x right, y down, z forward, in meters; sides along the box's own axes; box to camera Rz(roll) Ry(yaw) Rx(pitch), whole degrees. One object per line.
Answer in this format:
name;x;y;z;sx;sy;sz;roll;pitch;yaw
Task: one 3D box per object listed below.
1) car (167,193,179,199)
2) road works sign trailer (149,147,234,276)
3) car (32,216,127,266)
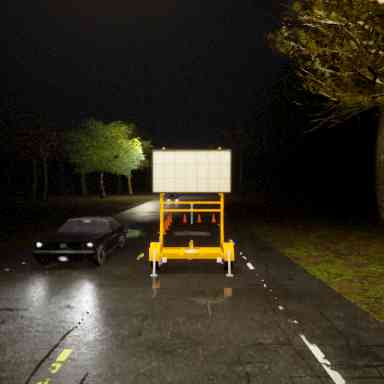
car;-3.542;0.505;61.626;1.837;1.490;4.892;0;2;0
road works sign trailer;-0.006;0.433;10.176;2.380;3.560;2.880;0;0;0
car;-3.608;1.561;11.547;1.895;1.301;4.718;0;0;0
